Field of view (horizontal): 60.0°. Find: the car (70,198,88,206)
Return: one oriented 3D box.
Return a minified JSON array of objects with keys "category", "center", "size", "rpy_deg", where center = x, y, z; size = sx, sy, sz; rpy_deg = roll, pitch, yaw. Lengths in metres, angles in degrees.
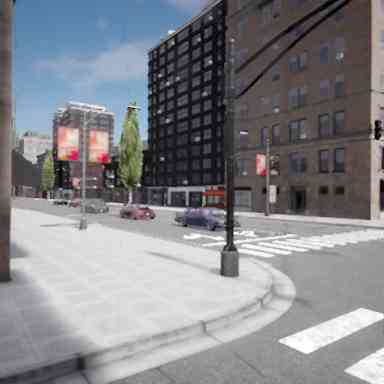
[{"category":"car","center":[-22.488,1.888,65.988],"size":[2.128,1.511,4.902],"rpy_deg":[1,-1,-36]}]

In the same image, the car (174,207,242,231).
[{"category":"car","center":[0.870,1.702,22.112],"size":[2.033,1.411,5.357],"rpy_deg":[1,-1,-36]}]

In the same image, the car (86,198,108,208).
[{"category":"car","center":[-16.588,1.853,57.798],"size":[2.128,1.511,4.902],"rpy_deg":[1,-1,-36]}]

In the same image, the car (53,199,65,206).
[{"category":"car","center":[-25.664,1.973,64.836],"size":[1.895,1.301,4.718],"rpy_deg":[1,-1,-36]}]

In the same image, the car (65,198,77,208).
[{"category":"car","center":[-19.305,1.860,56.016],"size":[1.812,1.442,4.674],"rpy_deg":[1,-1,-36]}]

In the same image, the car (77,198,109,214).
[{"category":"car","center":[-11.498,1.589,39.300],"size":[2.097,1.767,4.553],"rpy_deg":[1,-1,-35]}]

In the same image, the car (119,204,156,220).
[{"category":"car","center":[-4.989,1.758,30.243],"size":[1.994,1.385,4.181],"rpy_deg":[1,-1,-36]}]
